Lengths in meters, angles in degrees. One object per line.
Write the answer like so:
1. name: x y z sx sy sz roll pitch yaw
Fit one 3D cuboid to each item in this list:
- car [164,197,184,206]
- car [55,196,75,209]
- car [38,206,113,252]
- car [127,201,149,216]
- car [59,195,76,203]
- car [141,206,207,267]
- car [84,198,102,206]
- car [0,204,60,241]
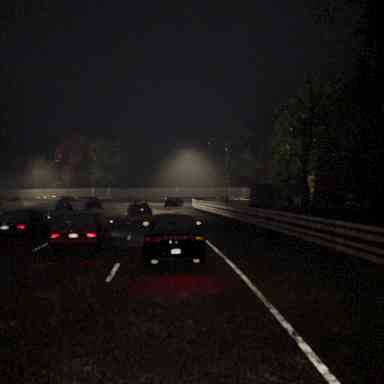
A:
1. car: -2.551 1.478 48.927 1.882 1.535 5.008 -1 0 13
2. car: -16.733 1.615 43.384 1.994 1.385 4.181 0 0 -25
3. car: -4.460 1.561 13.997 2.033 1.411 5.357 0 0 -8
4. car: -5.177 1.576 32.380 1.994 1.385 4.181 0 0 -17
5. car: -27.507 1.561 73.244 1.882 1.535 5.008 0 0 -40
6. car: -0.682 1.478 11.578 1.882 1.535 5.008 0 0 -6
7. car: -13.177 1.516 44.048 1.882 1.535 5.008 0 0 -24
8. car: -8.438 1.574 16.719 2.033 1.411 5.357 0 0 -10
